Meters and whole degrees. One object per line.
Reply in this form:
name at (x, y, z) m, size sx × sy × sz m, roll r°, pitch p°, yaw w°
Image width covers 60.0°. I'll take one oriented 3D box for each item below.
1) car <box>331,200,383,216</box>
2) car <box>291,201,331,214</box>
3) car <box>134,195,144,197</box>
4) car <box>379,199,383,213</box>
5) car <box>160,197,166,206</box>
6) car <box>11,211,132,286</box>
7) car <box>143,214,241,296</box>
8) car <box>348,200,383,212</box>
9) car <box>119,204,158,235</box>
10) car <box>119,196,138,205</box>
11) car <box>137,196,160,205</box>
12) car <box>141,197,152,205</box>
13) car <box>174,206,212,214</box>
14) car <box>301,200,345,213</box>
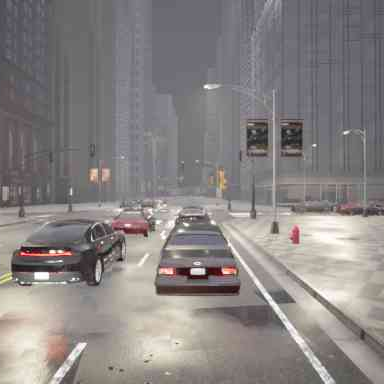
car at (15.336, 1.576, 30.266) m, size 4.206 × 1.307 × 1.802 m, roll 0°, pitch 0°, yaw -1°
car at (12.873, 1.634, 35.998) m, size 4.181 × 1.385 × 1.994 m, roll 0°, pitch -1°, yaw -2°
car at (-9.775, 1.518, 60.794) m, size 2.150 × 2.045 × 5.566 m, roll 0°, pitch 0°, yaw 0°
car at (23.368, 1.513, 36.156) m, size 5.008 × 1.535 × 1.882 m, roll 0°, pitch -1°, yaw -1°
car at (-6.523, 1.650, 61.058) m, size 2.097 × 1.767 × 4.553 m, roll 0°, pitch 0°, yaw 0°
car at (-3.144, 1.515, 9.392) m, size 1.837 × 1.490 × 4.892 m, roll 0°, pitch 0°, yaw 0°
car at (0.112, 1.557, 8.806) m, size 2.033 × 1.411 × 5.357 m, roll 0°, pitch 0°, yaw 0°
car at (20.852, 1.641, 38.873) m, size 4.313 × 1.339 × 1.947 m, roll 0°, pitch 0°, yaw -1°
car at (-3.138, 1.600, 18.293) m, size 1.994 × 1.385 × 4.181 m, roll 0°, pitch 0°, yaw 0°
car at (-9.840, 1.731, 50.775) m, size 1.837 × 1.490 × 4.892 m, roll 0°, pitch 0°, yaw -2°
car at (-6.559, 1.775, 50.886) m, size 2.033 × 1.411 × 5.357 m, roll 0°, pitch 0°, yaw 0°
car at (-9.701, 1.901, 71.141) m, size 1.812 × 1.442 × 4.674 m, roll 0°, pitch 0°, yaw 0°
car at (0.059, 1.542, 18.545) m, size 1.837 × 1.490 × 4.892 m, roll 0°, pitch 0°, yaw 1°
car at (15.212, 1.660, 38.789) m, size 4.313 × 1.339 × 1.947 m, roll 0°, pitch 0°, yaw -1°
